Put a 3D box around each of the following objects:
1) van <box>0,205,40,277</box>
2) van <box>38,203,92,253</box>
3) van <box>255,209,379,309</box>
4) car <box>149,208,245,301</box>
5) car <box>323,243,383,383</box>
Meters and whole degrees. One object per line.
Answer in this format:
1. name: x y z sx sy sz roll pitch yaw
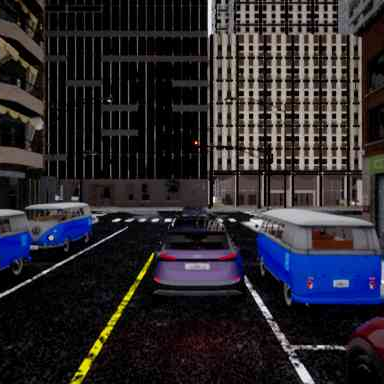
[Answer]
1. van: -5.306 1.341 7.585 1.690 1.788 3.998 0 0 0
2. van: -5.303 1.342 13.275 1.690 1.788 3.998 0 0 0
3. van: 2.574 1.341 7.586 1.690 1.788 3.998 0 0 0
4. car: 0.105 1.430 8.343 2.033 1.649 4.856 0 0 0
5. car: 2.570 1.440 1.895 1.967 1.590 4.097 0 0 0
